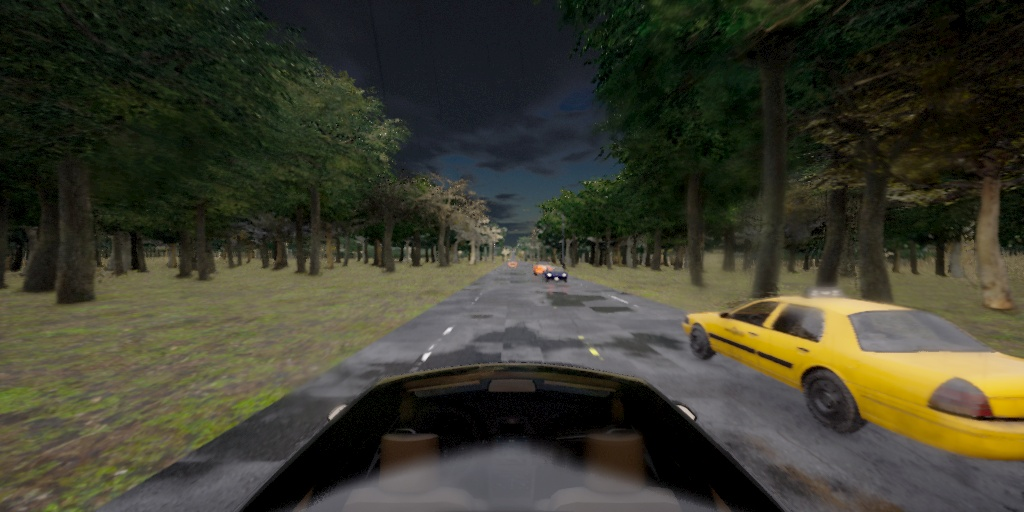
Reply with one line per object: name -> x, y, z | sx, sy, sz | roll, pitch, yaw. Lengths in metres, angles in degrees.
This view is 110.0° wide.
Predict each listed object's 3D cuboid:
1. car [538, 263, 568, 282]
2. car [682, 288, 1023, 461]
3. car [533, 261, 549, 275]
car -> 3.600, 1.561, 30.956 | 1.895, 1.301, 4.718 | 0, 0, 1
car -> 4.549, 1.258, 5.531 | 1.801, 1.575, 5.366 | 0, 0, 0
car -> 3.591, 1.370, 42.670 | 2.097, 1.767, 4.553 | 0, 0, 0
